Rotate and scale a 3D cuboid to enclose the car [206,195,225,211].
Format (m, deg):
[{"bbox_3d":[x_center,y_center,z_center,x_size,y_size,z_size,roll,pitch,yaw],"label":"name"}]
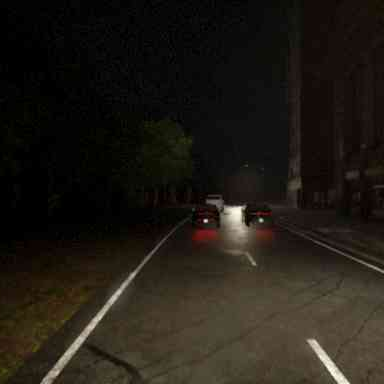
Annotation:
[{"bbox_3d":[2.858,1.389,41.485,2.150,2.045,5.566,0,-1,7],"label":"car"}]

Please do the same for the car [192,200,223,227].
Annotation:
[{"bbox_3d":[1.041,1.559,23.190,1.837,1.490,4.892,0,0,4],"label":"car"}]

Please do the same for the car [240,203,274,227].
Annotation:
[{"bbox_3d":[4.570,1.560,23.519,1.837,1.490,4.892,0,0,4],"label":"car"}]
